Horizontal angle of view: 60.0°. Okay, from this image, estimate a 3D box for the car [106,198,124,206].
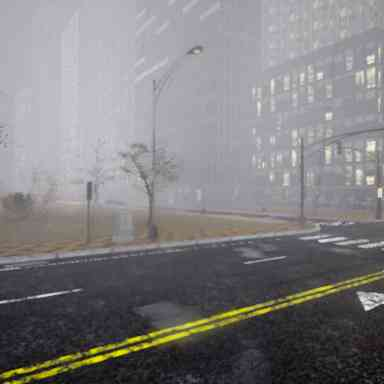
[{"bbox_3d":[-13.847,1.811,59.826,1.895,1.301,4.718,1,0,-35],"label":"car"}]
